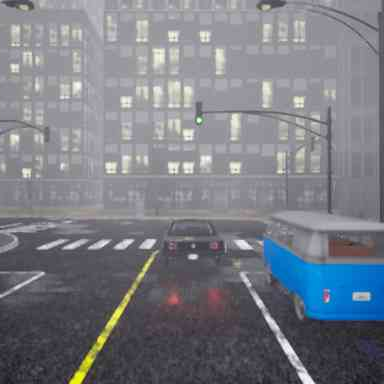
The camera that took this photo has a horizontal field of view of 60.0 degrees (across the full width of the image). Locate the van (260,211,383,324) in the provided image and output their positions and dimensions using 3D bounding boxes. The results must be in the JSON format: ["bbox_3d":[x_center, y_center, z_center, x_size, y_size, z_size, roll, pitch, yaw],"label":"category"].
[{"bbox_3d":[2.569,1.348,6.887,1.690,1.788,3.998,0,0,0],"label":"van"}]

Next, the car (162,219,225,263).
[{"bbox_3d":[-0.064,1.610,11.972,1.895,1.301,4.718,0,0,-3],"label":"car"}]
